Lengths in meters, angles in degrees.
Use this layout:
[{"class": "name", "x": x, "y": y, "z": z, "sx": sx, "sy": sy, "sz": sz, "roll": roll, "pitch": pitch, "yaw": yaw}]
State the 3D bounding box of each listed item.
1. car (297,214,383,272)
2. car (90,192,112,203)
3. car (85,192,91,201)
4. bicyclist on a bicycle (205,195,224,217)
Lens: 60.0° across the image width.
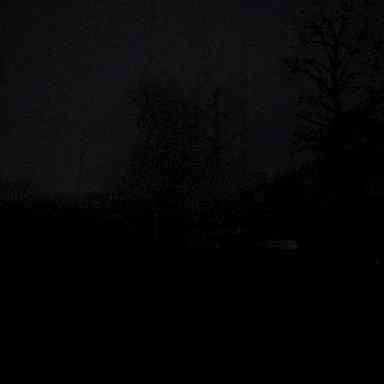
[{"class": "car", "x": 5.270, "y": 1.383, "z": 10.364, "sx": 1.994, "sy": 1.385, "sz": 4.181, "roll": -1, "pitch": 1, "yaw": -25}, {"class": "car", "x": -13.344, "y": 0.877, "z": 49.693, "sx": 2.033, "sy": 1.411, "sz": 5.357, "roll": -1, "pitch": 1, "yaw": -25}, {"class": "car", "x": -17.869, "y": 0.702, "z": 59.261, "sx": 2.128, "sy": 1.511, "sz": 4.902, "roll": -1, "pitch": 1, "yaw": -25}, {"class": "bicyclist on a bicycle", "x": 1.699, "y": 1.053, "z": 24.994, "sx": 1.656, "sy": 1.620, "sz": 0.582, "roll": -1, "pitch": 1, "yaw": -25}]
